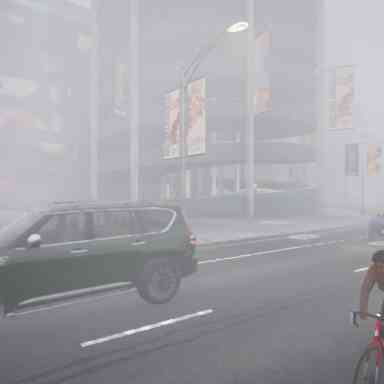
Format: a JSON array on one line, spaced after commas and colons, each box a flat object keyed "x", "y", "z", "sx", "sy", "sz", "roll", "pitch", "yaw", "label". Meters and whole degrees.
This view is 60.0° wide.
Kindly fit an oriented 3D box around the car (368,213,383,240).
[{"x": 10.354, "y": 1.478, "z": 16.145, "sx": 5.008, "sy": 1.535, "sz": 1.882, "roll": 0, "pitch": 0, "yaw": -40, "label": "car"}]

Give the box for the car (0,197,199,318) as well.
[{"x": -2.447, "y": 1.221, "z": 6.572, "sx": 5.566, "sy": 2.045, "sz": 2.150, "roll": 0, "pitch": 0, "yaw": -36, "label": "car"}]

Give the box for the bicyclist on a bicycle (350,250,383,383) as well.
[{"x": 2.194, "y": 1.448, "z": 3.688, "sx": 1.656, "sy": 1.620, "sz": 0.582, "roll": -3, "pitch": 2, "yaw": -37, "label": "bicyclist on a bicycle"}]

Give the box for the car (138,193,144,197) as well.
[{"x": -11.199, "y": 1.029, "z": 63.929, "sx": 2.435, "sy": 2.045, "sz": 5.566, "roll": 0, "pitch": 0, "yaw": -36, "label": "car"}]
